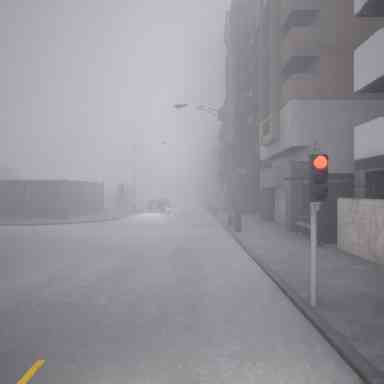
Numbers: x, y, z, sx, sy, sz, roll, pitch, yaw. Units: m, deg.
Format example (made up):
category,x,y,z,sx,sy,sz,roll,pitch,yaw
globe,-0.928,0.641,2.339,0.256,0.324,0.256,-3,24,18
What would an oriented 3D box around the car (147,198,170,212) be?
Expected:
category,x,y,z,sx,sy,sz,roll,pitch,yaw
car,-4.138,1.491,39.350,2.128,1.511,4.902,0,0,0
